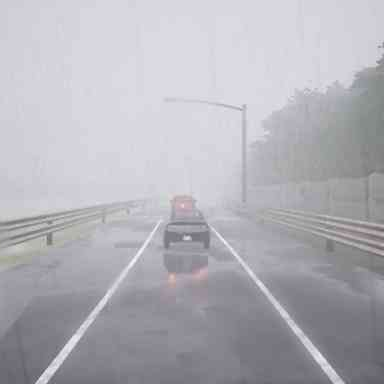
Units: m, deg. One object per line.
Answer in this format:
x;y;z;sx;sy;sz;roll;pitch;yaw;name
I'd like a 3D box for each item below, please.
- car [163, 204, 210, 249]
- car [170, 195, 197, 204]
-0.259;1.509;14.741;2.128;1.511;4.902;0;0;-2;car
-0.781;1.282;29.757;2.150;2.045;5.566;0;0;-1;car
